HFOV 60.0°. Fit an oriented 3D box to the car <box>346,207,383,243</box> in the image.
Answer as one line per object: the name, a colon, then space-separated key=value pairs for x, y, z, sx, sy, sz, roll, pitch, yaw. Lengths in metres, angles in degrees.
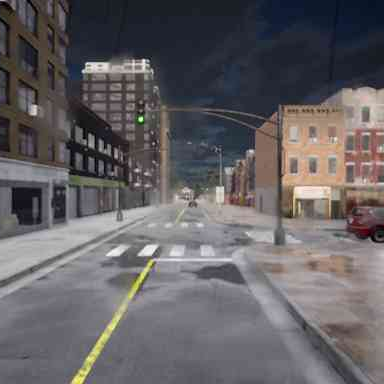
car: x=10.842 y=1.725 z=17.685 sx=5.009 sy=1.841 sz=2.192 roll=1 pitch=-1 yaw=0

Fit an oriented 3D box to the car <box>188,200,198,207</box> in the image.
car: x=0.150 y=2.543 z=72.304 sx=1.837 sy=1.490 sz=4.892 roll=0 pitch=-1 yaw=0
